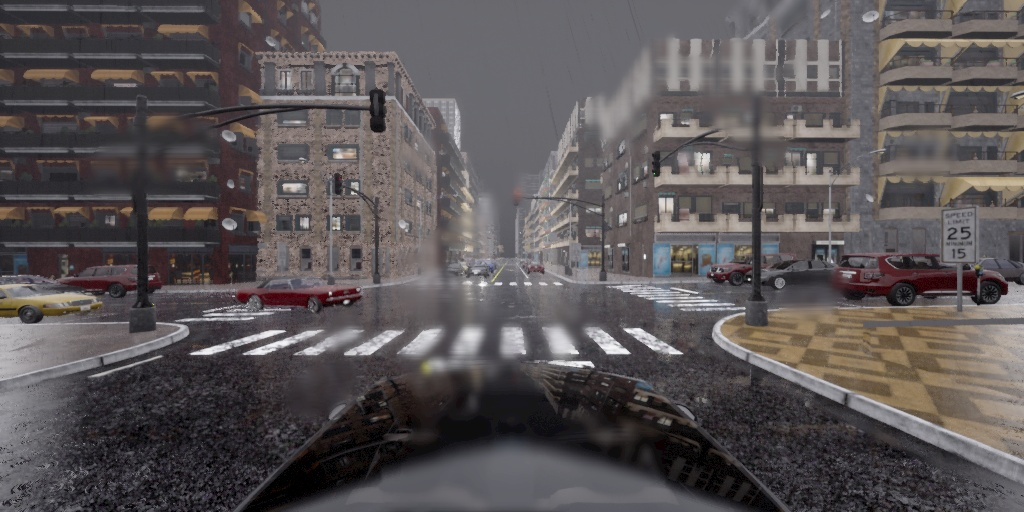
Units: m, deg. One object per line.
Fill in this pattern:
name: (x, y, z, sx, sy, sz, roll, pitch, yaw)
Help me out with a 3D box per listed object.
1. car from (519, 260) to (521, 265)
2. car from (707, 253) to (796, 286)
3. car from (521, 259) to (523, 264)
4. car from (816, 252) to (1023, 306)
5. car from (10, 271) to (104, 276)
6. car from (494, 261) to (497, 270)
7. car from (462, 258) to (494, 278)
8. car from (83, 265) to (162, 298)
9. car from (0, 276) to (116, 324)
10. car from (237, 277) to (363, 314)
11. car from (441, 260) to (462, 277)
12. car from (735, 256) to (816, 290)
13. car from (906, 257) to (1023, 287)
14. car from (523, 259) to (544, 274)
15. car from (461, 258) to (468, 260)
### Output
car: (2.577, 1.349, 57.902, 1.802, 1.307, 4.207, 0, 0, 0)
car: (14.536, 0.759, 21.530, 5.009, 1.841, 2.192, 0, 0, -1)
car: (2.600, 1.200, 46.537, 1.967, 1.591, 4.097, 0, 0, 0)
car: (14.687, 0.775, 13.151, 5.009, 1.841, 2.192, 0, 0, -1)
car: (-21.285, 1.610, 15.356, 4.902, 1.511, 2.128, -1, 0, 0)
car: (-3.183, 1.237, 43.651, 1.882, 1.535, 5.008, 0, 0, 0)
car: (-3.165, 1.247, 34.029, 2.128, 1.511, 4.902, 0, 0, 0)
car: (-23.638, 1.462, 21.088, 5.009, 1.841, 2.192, 0, 0, -1)
car: (-17.652, 1.585, 12.804, 4.829, 1.417, 1.751, 0, 0, -1)
car: (-8.414, 1.484, 14.350, 4.718, 1.301, 1.895, -1, 0, 18)
car: (-5.757, 1.322, 35.154, 1.948, 1.339, 4.313, 0, 0, 0)
car: (14.936, 0.947, 18.944, 4.892, 1.490, 1.837, -1, 0, -1)
car: (24.727, 0.807, 19.052, 5.357, 1.411, 2.033, -1, 0, -1)
car: (2.611, 1.198, 40.855, 1.967, 1.591, 4.097, 0, 0, 0)
car: (-5.769, 1.284, 40.666, 1.751, 1.417, 4.829, 0, 0, 0)
